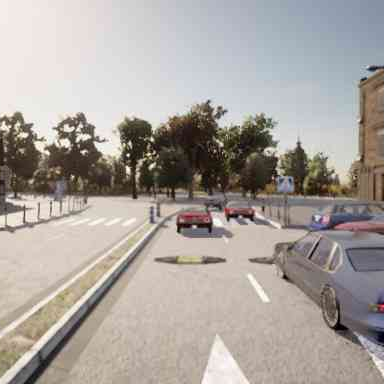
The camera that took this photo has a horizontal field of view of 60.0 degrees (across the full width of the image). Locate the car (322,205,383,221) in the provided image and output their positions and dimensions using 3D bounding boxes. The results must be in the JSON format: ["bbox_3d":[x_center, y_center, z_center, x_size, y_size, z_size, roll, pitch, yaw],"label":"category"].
[{"bbox_3d":[7.640,1.369,11.813,5.008,1.535,2.097,0,1,0],"label":"car"}]

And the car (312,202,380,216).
[{"bbox_3d":[7.603,1.211,14.574,4.553,1.767,2.185,0,1,0],"label":"car"}]

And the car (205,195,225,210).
[{"bbox_3d":[2.640,1.085,35.125,1.837,1.490,4.892,0,1,17],"label":"car"}]

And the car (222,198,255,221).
[{"bbox_3d":[3.356,1.338,24.165,1.895,1.301,4.718,0,1,4],"label":"car"}]

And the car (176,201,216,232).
[{"bbox_3d":[0.138,1.407,18.642,1.895,1.301,4.718,0,1,1],"label":"car"}]

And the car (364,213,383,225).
[{"bbox_3d":[7.634,1.437,9.057,4.674,1.452,2.002,0,1,0],"label":"car"}]

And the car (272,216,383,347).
[{"bbox_3d":[3.098,1.490,6.668,2.033,1.411,5.357,0,1,0],"label":"car"}]
